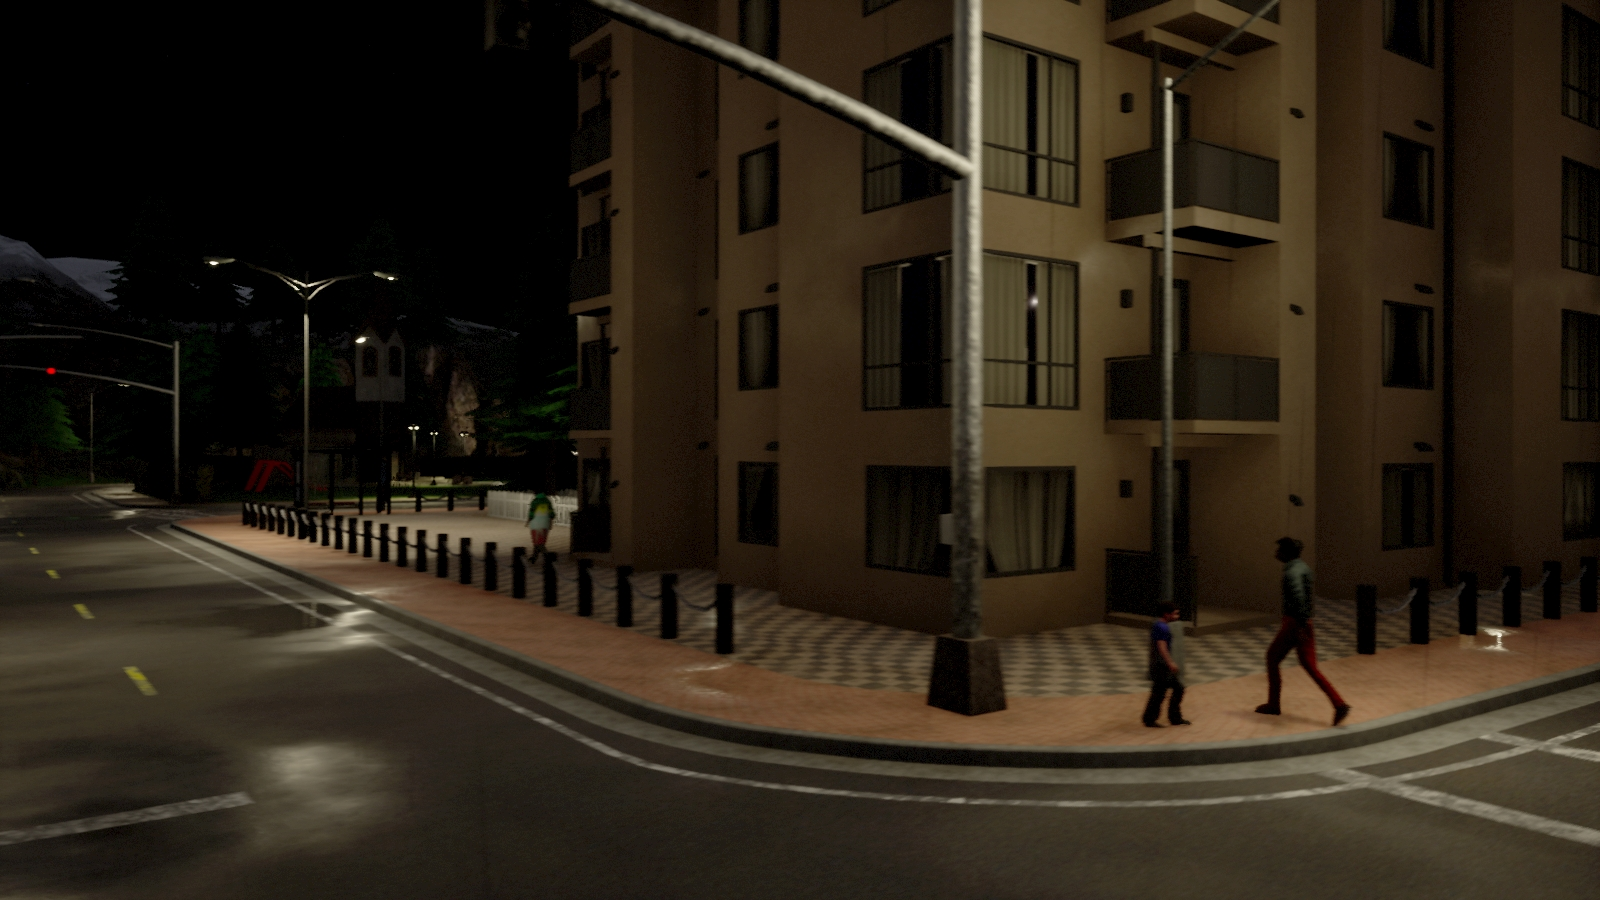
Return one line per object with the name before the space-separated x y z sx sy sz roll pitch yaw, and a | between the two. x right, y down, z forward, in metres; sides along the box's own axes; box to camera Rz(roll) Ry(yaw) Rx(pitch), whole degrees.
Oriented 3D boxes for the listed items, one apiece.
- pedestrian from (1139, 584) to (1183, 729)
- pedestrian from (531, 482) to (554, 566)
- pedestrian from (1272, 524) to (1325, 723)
pedestrian | 3.440 1.954 10.900 0.375 1.300 0.375 0 0 14
pedestrian | -5.814 1.651 25.777 0.375 1.860 0.375 0 0 -39
pedestrian | 4.878 1.676 11.182 0.375 1.860 0.375 0 0 41
